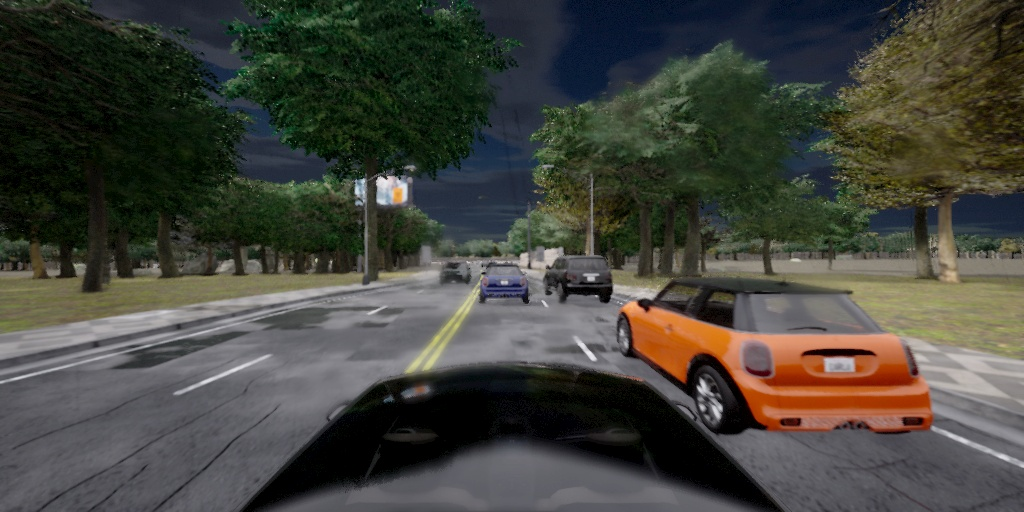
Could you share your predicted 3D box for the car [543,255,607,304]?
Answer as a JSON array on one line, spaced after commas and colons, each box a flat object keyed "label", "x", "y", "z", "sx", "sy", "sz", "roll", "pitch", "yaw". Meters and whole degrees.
[{"label": "car", "x": 2.913, "y": 1.003, "z": 16.862, "sx": 2.150, "sy": 2.045, "sz": 5.566, "roll": 0, "pitch": 0, "yaw": -5}]

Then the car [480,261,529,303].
[{"label": "car", "x": -0.392, "y": 1.140, "z": 17.048, "sx": 2.097, "sy": 1.767, "sz": 4.553, "roll": 0, "pitch": 0, "yaw": -2}]

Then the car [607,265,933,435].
[{"label": "car", "x": 3.232, "y": 1.104, "z": 5.688, "sx": 2.097, "sy": 1.767, "sz": 4.553, "roll": 0, "pitch": 0, "yaw": -1}]

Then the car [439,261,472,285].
[{"label": "car", "x": -4.090, "y": 1.191, "z": 26.672, "sx": 2.097, "sy": 1.767, "sz": 4.553, "roll": 0, "pitch": 0, "yaw": -3}]

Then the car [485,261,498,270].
[{"label": "car", "x": -3.407, "y": 1.510, "z": 58.076, "sx": 1.837, "sy": 1.490, "sz": 4.892, "roll": 0, "pitch": 0, "yaw": -6}]
